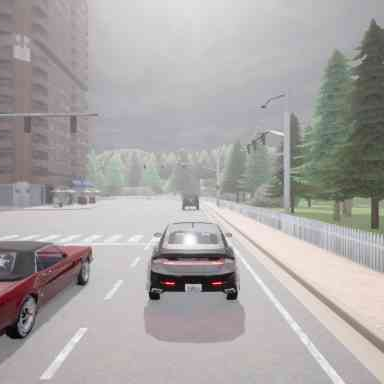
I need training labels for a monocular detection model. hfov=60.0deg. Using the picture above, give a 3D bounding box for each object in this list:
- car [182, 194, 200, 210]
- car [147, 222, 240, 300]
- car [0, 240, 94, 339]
[{"bbox_3d":[-0.173,1.221,43.796,2.150,2.045,5.566,0,0,-1],"label":"car"},{"bbox_3d":[0.024,1.492,8.350,2.128,1.511,4.902,0,0,0],"label":"car"},{"bbox_3d":[-3.449,1.601,6.502,1.895,1.301,4.718,0,0,0],"label":"car"}]
